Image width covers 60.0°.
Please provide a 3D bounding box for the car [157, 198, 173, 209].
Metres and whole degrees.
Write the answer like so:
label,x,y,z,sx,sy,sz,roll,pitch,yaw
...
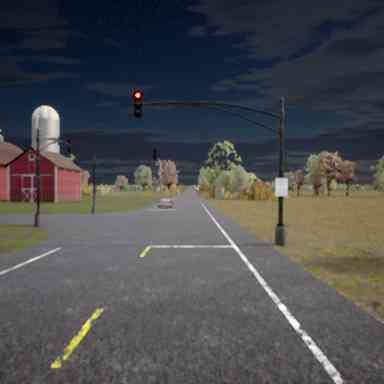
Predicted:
label,x,y,z,sx,sy,sz,roll,pitch,yaw
car,-3.469,1.496,43.888,1.812,1.442,4.674,0,1,0
